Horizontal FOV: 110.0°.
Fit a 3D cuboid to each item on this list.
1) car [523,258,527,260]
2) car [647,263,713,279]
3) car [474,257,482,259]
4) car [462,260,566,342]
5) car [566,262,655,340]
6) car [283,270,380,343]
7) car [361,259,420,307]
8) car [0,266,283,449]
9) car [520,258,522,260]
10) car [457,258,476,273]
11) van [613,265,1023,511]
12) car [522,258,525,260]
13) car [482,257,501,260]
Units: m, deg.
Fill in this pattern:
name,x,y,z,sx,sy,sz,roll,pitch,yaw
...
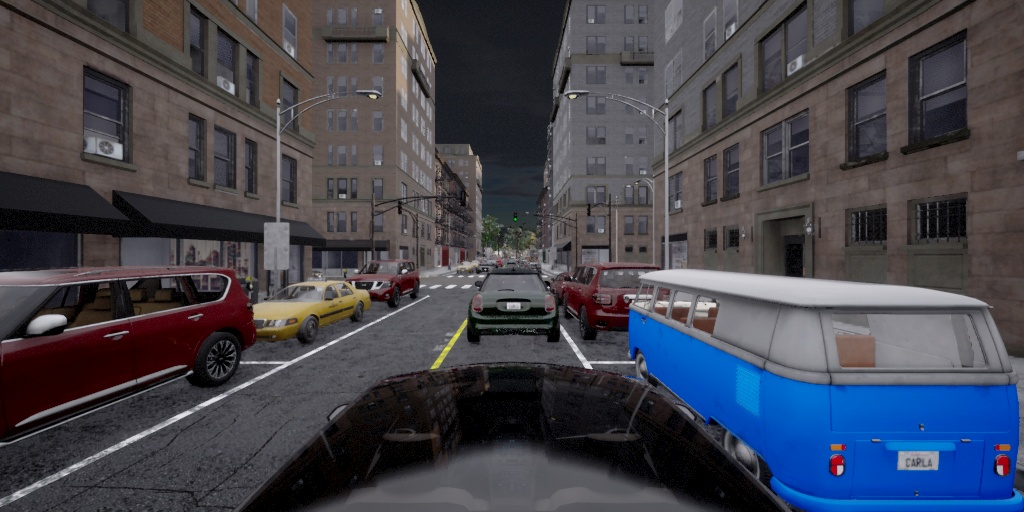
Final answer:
name,x,y,z,sx,sy,sz,roll,pitch,yaw
car,2.575,1.300,42.543,2.007,1.370,4.403,0,0,0
car,14.316,1.278,30.711,4.718,1.301,1.895,0,0,-3
car,-5.492,1.275,53.323,1.751,1.417,4.829,0,0,0
car,0.021,1.102,9.893,2.097,1.767,4.553,0,0,0
car,2.626,1.065,9.855,2.192,1.841,5.009,0,0,0
car,-5.411,1.275,9.674,1.751,1.417,4.829,0,0,0
car,-5.421,1.064,15.523,2.192,1.841,5.009,0,0,0
car,-5.402,1.065,4.166,2.192,1.841,5.009,0,0,0
car,2.558,1.300,53.506,2.007,1.370,4.403,0,0,0
car,-5.478,1.274,42.360,1.751,1.417,4.829,0,0,0
van,2.635,1.091,4.177,1.690,1.789,3.998,0,0,0
car,2.566,1.295,48.024,1.888,1.381,4.507,0,0,0
car,-2.921,1.227,51.276,1.882,1.535,5.008,0,0,0
